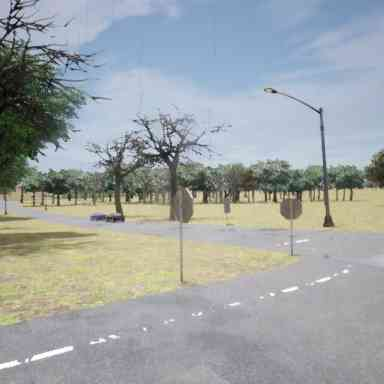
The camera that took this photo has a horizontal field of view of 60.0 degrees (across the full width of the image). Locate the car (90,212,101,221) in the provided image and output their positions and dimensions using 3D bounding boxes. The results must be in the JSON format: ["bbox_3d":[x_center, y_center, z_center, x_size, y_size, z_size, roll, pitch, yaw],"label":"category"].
[{"bbox_3d":[-17.116,4.480,60.700,1.882,1.535,5.008,-1,-1,-34],"label":"car"}]

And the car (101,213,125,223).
[{"bbox_3d":[-12.621,4.154,54.195,1.882,1.535,5.008,-1,-2,-34],"label":"car"}]
